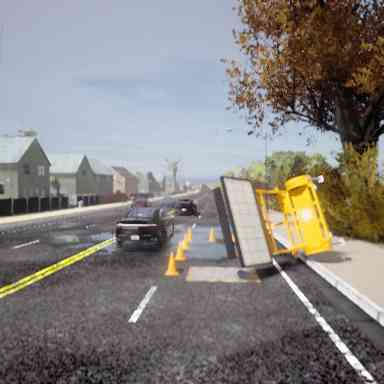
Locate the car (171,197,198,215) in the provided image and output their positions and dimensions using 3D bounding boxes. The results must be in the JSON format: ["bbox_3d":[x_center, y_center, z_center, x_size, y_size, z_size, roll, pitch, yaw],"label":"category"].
[{"bbox_3d":[-0.554,1.370,32.588,1.837,1.490,4.892,0,0,4],"label":"car"}]

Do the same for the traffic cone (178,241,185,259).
[{"bbox_3d":[-0.389,1.913,11.034,0.340,0.580,0.340,0,0,4],"label":"traffic cone"}]

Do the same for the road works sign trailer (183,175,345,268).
[{"bbox_3d":[2.020,0.890,9.650,3.560,2.380,2.880,5,-23,-45],"label":"road works sign trailer"}]

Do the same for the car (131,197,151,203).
[{"bbox_3d":[-6.506,1.382,42.829,1.994,1.385,4.181,0,0,4],"label":"car"}]

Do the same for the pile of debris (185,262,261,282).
[{"bbox_3d":[0.819,2.131,8.952,1.860,0.140,1.500,0,0,4],"label":"pile of debris"}]

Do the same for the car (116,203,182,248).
[{"bbox_3d":[-1.899,1.435,14.584,2.128,1.511,4.902,0,0,4],"label":"car"}]

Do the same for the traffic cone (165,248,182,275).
[{"bbox_3d":[-0.538,1.921,9.039,0.340,0.580,0.340,0,0,4],"label":"traffic cone"}]

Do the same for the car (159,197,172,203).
[{"bbox_3d":[-3.171,1.359,43.859,2.033,1.411,5.357,0,0,4],"label":"car"}]
